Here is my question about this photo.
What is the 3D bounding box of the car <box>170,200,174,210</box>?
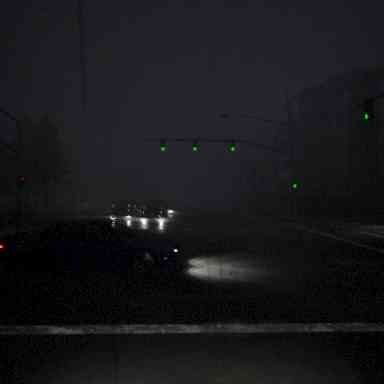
[{"bbox_3d":[-3.607,1.722,46.122,1.895,1.301,4.718,0,0,0],"label":"car"}]

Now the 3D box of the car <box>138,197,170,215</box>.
[{"bbox_3d":[-3.613,1.437,32.390,2.097,1.767,4.553,0,0,0],"label":"car"}]

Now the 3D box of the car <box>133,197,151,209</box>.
[{"bbox_3d":[-7.101,1.604,47.836,1.882,1.535,5.008,0,0,0],"label":"car"}]

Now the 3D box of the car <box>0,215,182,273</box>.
[{"bbox_3d":[-2.997,1.575,10.224,5.357,1.411,2.033,0,0,0],"label":"car"}]

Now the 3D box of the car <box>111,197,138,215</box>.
[{"bbox_3d":[-7.114,1.445,35.290,2.097,1.767,4.553,0,0,0],"label":"car"}]
